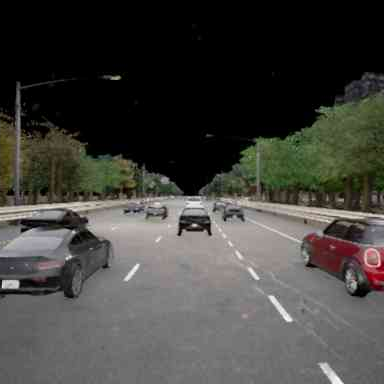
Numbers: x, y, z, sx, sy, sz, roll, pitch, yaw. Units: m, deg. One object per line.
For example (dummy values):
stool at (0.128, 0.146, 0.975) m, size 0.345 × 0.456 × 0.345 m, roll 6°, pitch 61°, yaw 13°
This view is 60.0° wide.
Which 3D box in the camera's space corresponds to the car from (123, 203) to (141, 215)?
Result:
car at (-6.729, 1.943, 39.378) m, size 1.895 × 1.301 × 4.718 m, roll 0°, pitch -1°, yaw 0°

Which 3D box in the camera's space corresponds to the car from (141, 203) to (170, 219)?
car at (-3.272, 1.785, 32.118) m, size 2.128 × 1.511 × 4.902 m, roll 0°, pitch -1°, yaw 0°

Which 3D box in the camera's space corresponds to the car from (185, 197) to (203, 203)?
car at (0.304, 1.654, 43.856) m, size 2.150 × 2.045 × 5.566 m, roll 0°, pitch -1°, yaw 0°

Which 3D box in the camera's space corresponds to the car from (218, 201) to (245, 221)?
car at (3.651, 1.828, 30.365) m, size 1.837 × 1.490 × 4.892 m, roll 0°, pitch 0°, yaw 1°

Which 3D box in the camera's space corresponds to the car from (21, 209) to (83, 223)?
car at (-6.849, 1.600, 17.125) m, size 1.882 × 1.535 × 5.008 m, roll 0°, pitch -1°, yaw 0°

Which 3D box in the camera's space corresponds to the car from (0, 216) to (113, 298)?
car at (-3.383, 1.587, 8.539) m, size 1.812 × 1.442 × 4.674 m, roll 0°, pitch -1°, yaw 0°

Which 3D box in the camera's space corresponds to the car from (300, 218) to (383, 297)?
car at (4.570, 1.470, 9.033) m, size 2.097 × 1.767 × 4.553 m, roll 0°, pitch -1°, yaw 0°

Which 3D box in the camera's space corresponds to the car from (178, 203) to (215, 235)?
car at (0.166, 1.680, 20.474) m, size 1.882 × 1.535 × 5.008 m, roll 0°, pitch -1°, yaw 0°

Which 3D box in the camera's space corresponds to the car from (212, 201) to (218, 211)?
car at (3.716, 1.991, 44.836) m, size 1.812 × 1.442 × 4.674 m, roll 0°, pitch 0°, yaw 1°
